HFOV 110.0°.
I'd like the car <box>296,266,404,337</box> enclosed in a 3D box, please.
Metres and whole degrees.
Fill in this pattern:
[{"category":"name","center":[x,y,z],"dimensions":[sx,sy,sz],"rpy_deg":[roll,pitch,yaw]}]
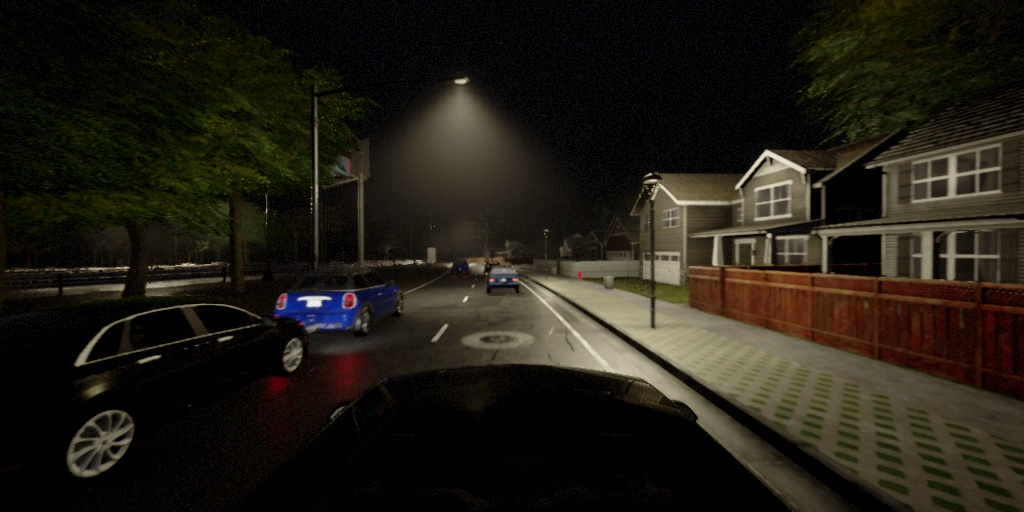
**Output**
[{"category":"car","center":[-4.712,1.131,10.553],"dimensions":[2.097,1.767,4.553],"rpy_deg":[0,0,-2]}]

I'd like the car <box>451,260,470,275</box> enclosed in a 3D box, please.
[{"category":"car","center":[-5.714,1.258,40.032],"dimensions":[1.882,1.535,5.008],"rpy_deg":[0,-1,-7]}]

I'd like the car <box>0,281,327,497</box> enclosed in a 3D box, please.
[{"category":"car","center":[-4.564,1.282,4.573],"dimensions":[1.837,1.490,4.892],"rpy_deg":[0,0,-1]}]

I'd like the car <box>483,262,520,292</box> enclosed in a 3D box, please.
[{"category":"car","center":[-0.575,1.303,21.147],"dimensions":[2.033,1.411,5.357],"rpy_deg":[0,0,-4]}]
